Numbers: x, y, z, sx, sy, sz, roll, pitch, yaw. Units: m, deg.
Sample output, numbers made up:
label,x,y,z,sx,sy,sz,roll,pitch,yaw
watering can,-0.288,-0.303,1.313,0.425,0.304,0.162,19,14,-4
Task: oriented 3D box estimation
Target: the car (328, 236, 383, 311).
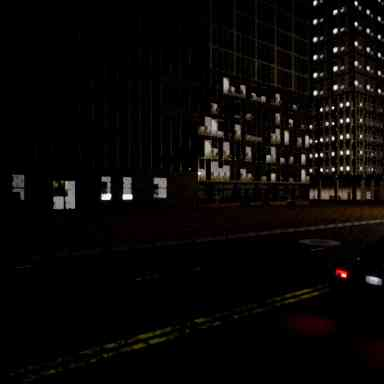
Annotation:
label,x,y,z,sx,sy,sz,roll,pitch,yaw
car,5.118,1.546,7.088,5.357,1.411,2.033,0,0,-35
